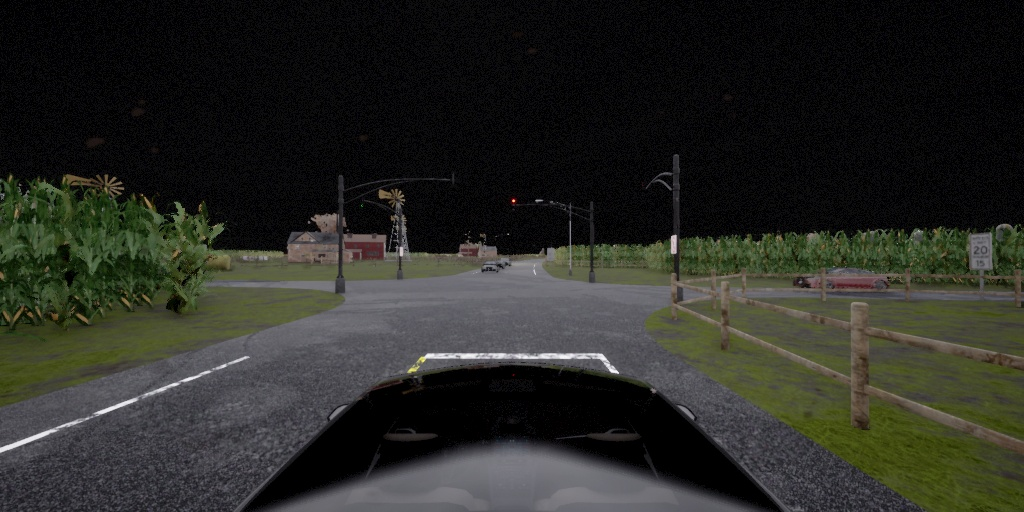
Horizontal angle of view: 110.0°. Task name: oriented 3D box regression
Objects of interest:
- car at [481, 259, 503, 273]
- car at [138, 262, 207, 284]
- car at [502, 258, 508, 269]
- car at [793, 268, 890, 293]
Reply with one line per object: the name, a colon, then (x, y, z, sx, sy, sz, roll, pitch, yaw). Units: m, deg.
car: (-2.571, 1.309, 43.794, 1.994, 1.385, 4.181, 0, 0, 3)
car: (-24.172, 1.195, 25.400, 4.902, 1.511, 2.128, 0, -1, 10)
car: (-2.056, 1.340, 53.794, 1.895, 1.301, 4.718, 0, 0, 3)
car: (19.042, 1.362, 20.897, 4.181, 1.385, 1.994, 0, -1, 9)
